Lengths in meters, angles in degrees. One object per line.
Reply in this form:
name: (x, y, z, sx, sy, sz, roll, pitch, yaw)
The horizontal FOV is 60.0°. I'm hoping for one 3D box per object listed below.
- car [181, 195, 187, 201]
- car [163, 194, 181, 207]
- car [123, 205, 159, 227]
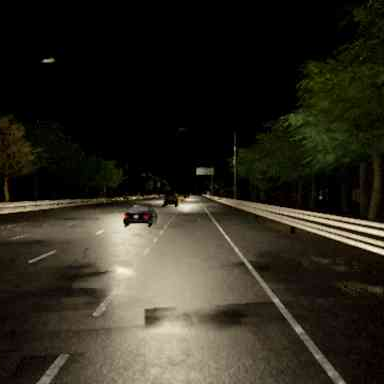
car: (-3.098, 1.743, 90.973, 1.882, 1.535, 5.008, 0, 0, 1)
car: (-3.371, 1.365, 53.836, 2.150, 2.045, 5.566, 0, 0, 0)
car: (-3.485, 1.595, 23.180, 2.033, 1.411, 5.357, 0, 0, 0)
